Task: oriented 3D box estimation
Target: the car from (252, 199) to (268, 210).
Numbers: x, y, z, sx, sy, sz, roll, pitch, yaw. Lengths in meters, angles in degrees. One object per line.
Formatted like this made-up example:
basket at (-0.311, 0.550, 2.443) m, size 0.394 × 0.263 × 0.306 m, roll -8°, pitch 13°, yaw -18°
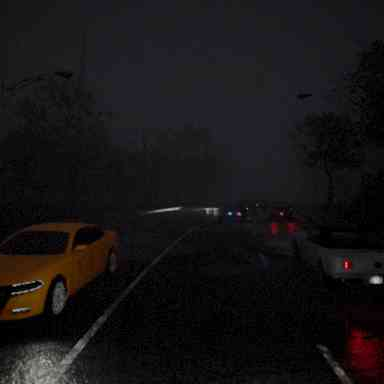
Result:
car at (8.582, 1.557, 42.039) m, size 1.994 × 1.385 × 4.181 m, roll 0°, pitch 0°, yaw 22°

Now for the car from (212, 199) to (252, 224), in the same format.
car at (3.158, 1.538, 25.152) m, size 2.033 × 1.411 × 5.357 m, roll 0°, pitch 0°, yaw 13°

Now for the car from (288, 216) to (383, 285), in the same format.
car at (4.152, 1.604, 9.356) m, size 1.895 × 1.301 × 4.718 m, roll 0°, pitch 0°, yaw 5°

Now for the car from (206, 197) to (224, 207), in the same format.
car at (3.560, 1.454, 48.635) m, size 2.128 × 1.511 × 4.902 m, roll 0°, pitch 0°, yaw 24°

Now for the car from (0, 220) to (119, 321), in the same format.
car at (-3.171, 1.465, 7.604) m, size 1.882 × 1.535 × 5.008 m, roll 0°, pitch 0°, yaw 4°

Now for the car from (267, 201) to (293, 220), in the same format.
car at (7.566, 1.529, 28.176) m, size 1.812 × 1.442 × 4.674 m, roll 0°, pitch 0°, yaw 15°

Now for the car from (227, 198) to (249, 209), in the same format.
car at (6.568, 1.579, 46.925) m, size 1.895 × 1.301 × 4.718 m, roll 0°, pitch 0°, yaw 24°
